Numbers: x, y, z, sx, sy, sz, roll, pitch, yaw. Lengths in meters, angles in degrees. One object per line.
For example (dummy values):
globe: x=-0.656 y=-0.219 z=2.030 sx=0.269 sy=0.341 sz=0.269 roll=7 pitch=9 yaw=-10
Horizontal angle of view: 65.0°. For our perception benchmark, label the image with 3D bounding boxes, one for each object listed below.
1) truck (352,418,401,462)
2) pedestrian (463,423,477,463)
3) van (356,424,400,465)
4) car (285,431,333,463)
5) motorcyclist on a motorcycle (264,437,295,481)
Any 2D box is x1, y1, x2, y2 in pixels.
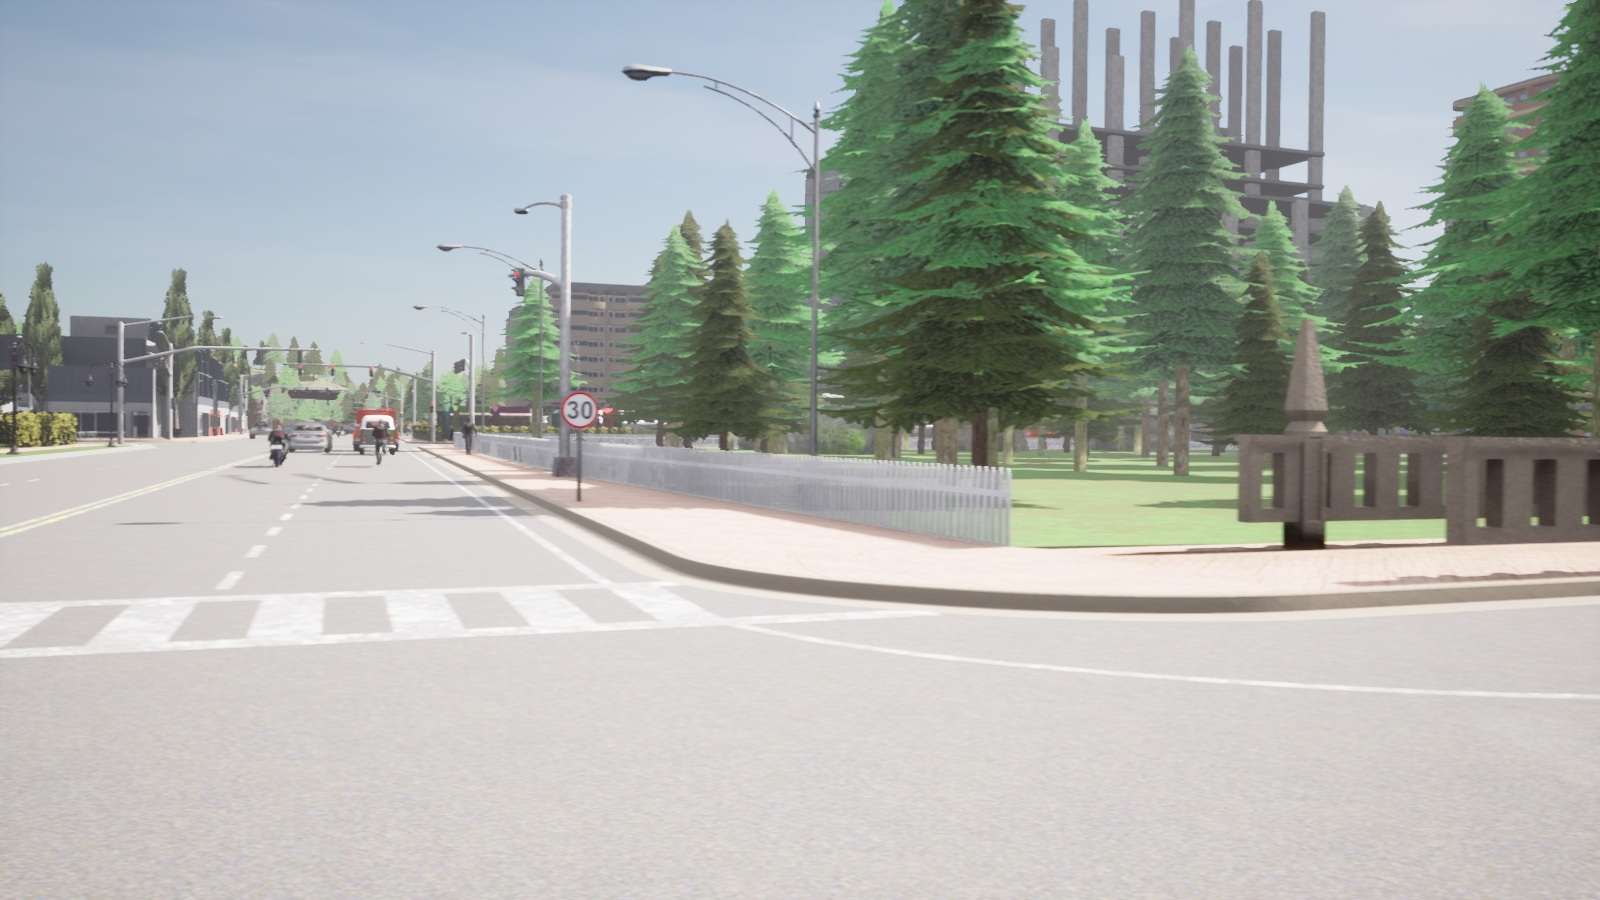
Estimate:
truck: x=-25.101 y=-0.628 z=74.391 sx=2.627 sy=2.467 sz=5.204 roll=-1 pitch=1 yaw=-19
pedestrian: x=-15.608 y=-0.340 z=59.336 sx=0.563 sy=1.883 sz=0.849 roll=-1 pitch=1 yaw=-19
van: x=-22.050 y=-0.307 z=65.562 sx=2.069 sy=2.038 sz=4.480 roll=-1 pitch=1 yaw=-19
car: x=-27.019 y=-0.192 z=69.232 sx=2.242 sy=1.667 sz=4.611 roll=-1 pitch=1 yaw=-19
motorcyclist on a motorcycle: x=-18.782 y=0.298 z=45.356 sx=0.866 sy=1.530 sz=2.191 roll=-1 pitch=1 yaw=-19
